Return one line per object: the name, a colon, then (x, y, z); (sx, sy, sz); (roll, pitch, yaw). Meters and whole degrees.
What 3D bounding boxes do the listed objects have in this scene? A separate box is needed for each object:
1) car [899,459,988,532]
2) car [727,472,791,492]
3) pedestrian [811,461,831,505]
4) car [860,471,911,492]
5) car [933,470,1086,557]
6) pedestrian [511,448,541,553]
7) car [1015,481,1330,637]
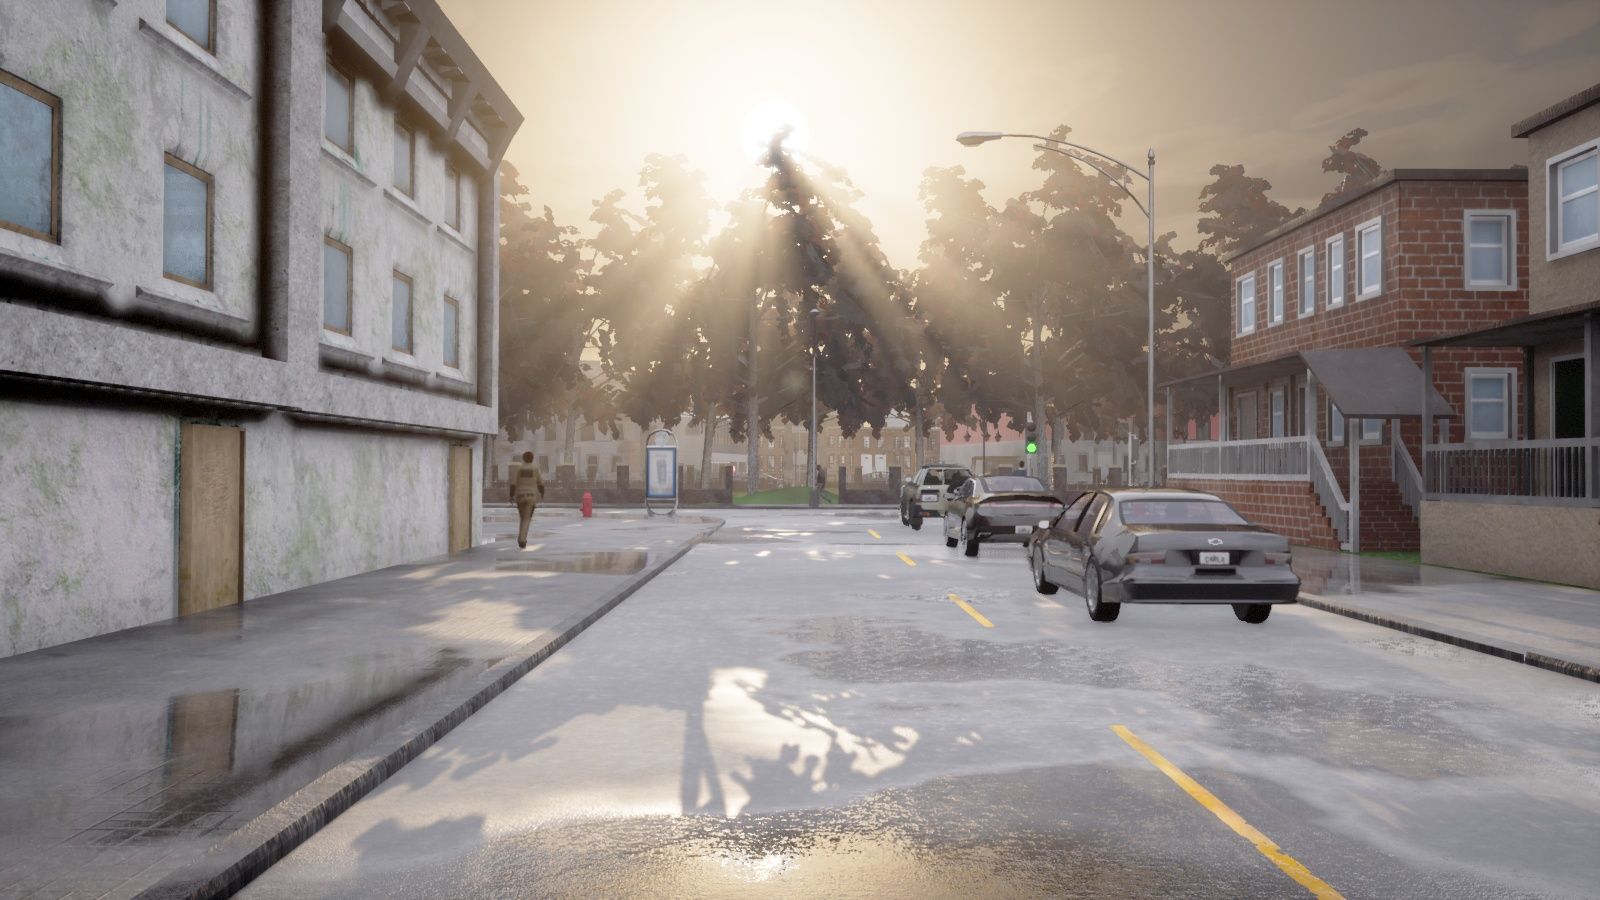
car: (3.899, 1.203, 34.866); (1.932, 1.855, 4.605); (0, 0, 0)
car: (-3.044, 2.410, 94.516); (4.792, 1.488, 2.163); (0, -1, 0)
pedestrian: (0.891, 1.435, 54.603); (0.849, 1.883, 0.563); (0, -1, 0)
car: (6.412, 2.351, 94.551); (3.705, 1.549, 1.789); (0, -1, 0)
car: (3.929, 1.163, 24.465); (2.128, 1.511, 4.902); (0, -1, 0)
pedestrian: (-5.106, 0.937, 23.396); (0.396, 1.930, 0.692); (0, -1, 0)
car: (3.956, 1.089, 14.482); (2.033, 1.411, 5.357); (0, -1, 0)
